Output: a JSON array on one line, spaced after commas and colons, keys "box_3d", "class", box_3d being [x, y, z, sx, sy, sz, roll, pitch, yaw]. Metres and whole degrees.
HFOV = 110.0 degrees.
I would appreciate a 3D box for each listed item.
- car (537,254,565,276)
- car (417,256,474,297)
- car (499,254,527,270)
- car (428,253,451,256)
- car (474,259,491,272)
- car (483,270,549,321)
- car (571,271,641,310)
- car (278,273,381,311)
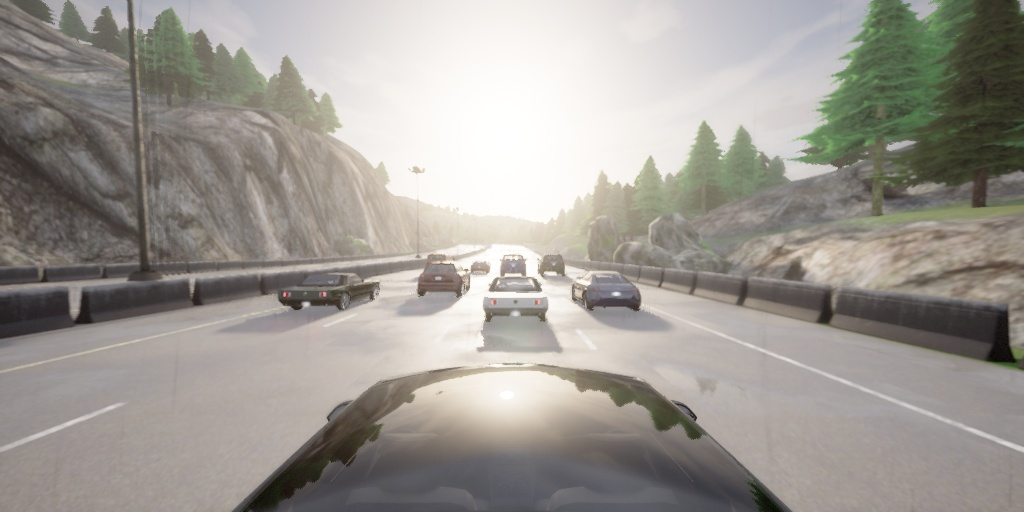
[{"box_3d": [3.605, 0.784, 33.552, 2.150, 2.045, 5.566, 0, 1, 0], "class": "car"}, {"box_3d": [-3.397, 1.040, 18.703, 2.097, 1.767, 4.553, 0, 0, 0], "class": "car"}, {"box_3d": [0.104, 0.812, 30.954, 2.150, 2.045, 5.566, 0, 1, 0], "class": "car"}, {"box_3d": [-6.895, 0.768, 35.029, 2.150, 2.045, 5.566, 0, 1, 0], "class": "car"}, {"box_3d": [-3.394, 1.057, 39.228, 1.994, 1.385, 4.181, 0, 1, 0], "class": "car"}, {"box_3d": [0.102, 1.318, 12.288, 1.895, 1.301, 4.718, 0, 0, 0], "class": "car"}, {"box_3d": [3.602, 1.272, 14.379, 1.994, 1.385, 4.181, 0, 0, 0], "class": "car"}, {"box_3d": [-6.898, 1.309, 14.235, 1.895, 1.301, 4.718, 0, 0, 0], "class": "car"}]
